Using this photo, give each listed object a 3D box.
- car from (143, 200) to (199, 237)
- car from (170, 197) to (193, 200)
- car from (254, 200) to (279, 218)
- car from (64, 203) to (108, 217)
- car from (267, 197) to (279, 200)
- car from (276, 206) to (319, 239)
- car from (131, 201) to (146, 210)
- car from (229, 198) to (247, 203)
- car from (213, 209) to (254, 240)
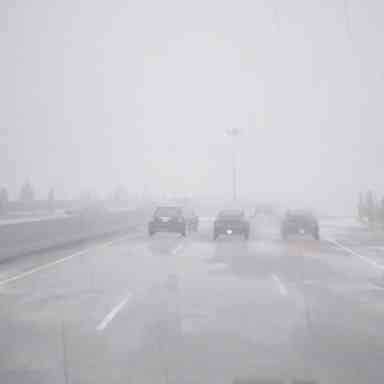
[{"bbox_3d":[-0.971,1.548,19.735,2.097,1.767,4.553,0,-1,12],"label":"car"},{"bbox_3d":[-1.595,1.623,40.607,2.150,2.045,5.566,0,0,25],"label":"car"},{"bbox_3d":[8.000,1.904,35.808,1.837,1.490,4.892,0,-1,24],"label":"car"},{"bbox_3d":[-11.178,1.857,35.516,2.033,1.411,5.357,0,-1,20],"label":"car"},{"bbox_3d":[18.198,1.950,74.589,4.892,1.490,1.837,1,-1,-44],"label":"car"},{"bbox_3d":[5.976,1.724,18.876,1.837,1.490,4.892,0,-1,12],"label":"car"},{"bbox_3d":[-5.509,1.888,40.256,1.837,1.490,4.892,0,-1,23],"label":"car"},{"bbox_3d":[9.758,2.099,70.867,2.097,1.767,4.553,0,-1,42],"label":"car"},{"bbox_3d":[2.334,1.705,18.584,1.837,1.490,4.892,0,-1,12],"label":"car"}]
